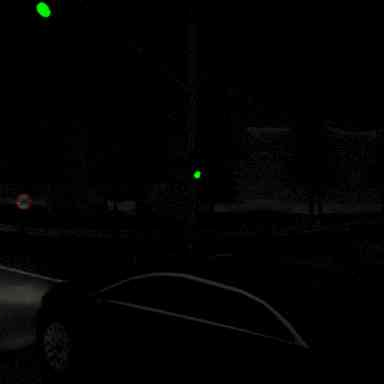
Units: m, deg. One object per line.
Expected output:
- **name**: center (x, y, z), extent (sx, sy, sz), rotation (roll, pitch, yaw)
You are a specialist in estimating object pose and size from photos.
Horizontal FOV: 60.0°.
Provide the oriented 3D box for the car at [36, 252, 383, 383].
- **car**: center (0.092, 1.496, 3.927), extent (4.902, 1.511, 2.128), rotation (0, 0, 36)
